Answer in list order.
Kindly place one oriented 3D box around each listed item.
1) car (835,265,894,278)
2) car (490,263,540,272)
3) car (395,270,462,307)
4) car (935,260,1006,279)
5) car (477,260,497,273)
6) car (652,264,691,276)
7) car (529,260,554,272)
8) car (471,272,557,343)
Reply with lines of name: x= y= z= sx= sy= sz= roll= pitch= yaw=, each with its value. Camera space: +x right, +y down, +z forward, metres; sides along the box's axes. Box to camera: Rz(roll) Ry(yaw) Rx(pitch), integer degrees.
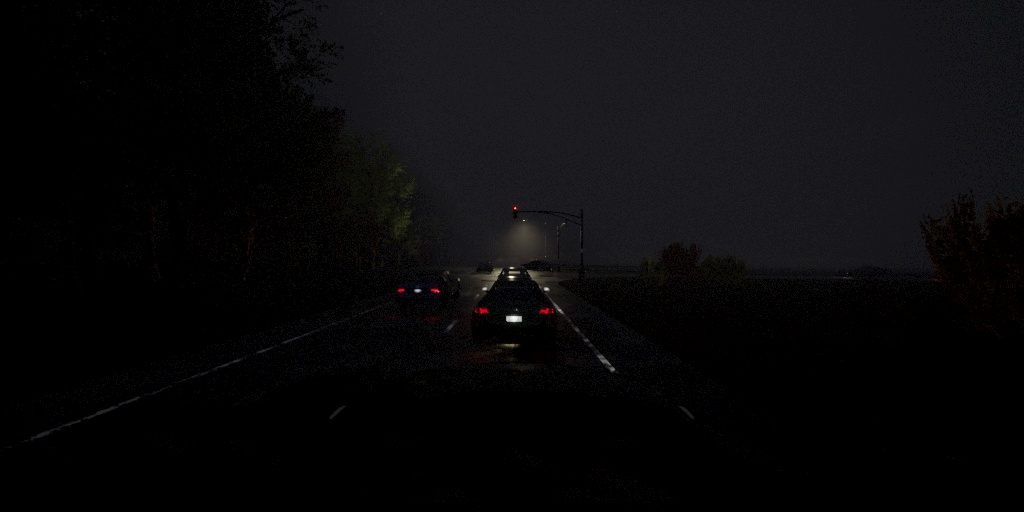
car: x=40.934 y=1.801 z=41.685 sx=5.357 sy=1.411 sz=2.033 roll=1 pitch=-1 yaw=0
car: x=0.121 y=1.301 z=18.879 sx=2.033 sy=1.411 sz=5.357 roll=0 pitch=0 yaw=0
car: x=-3.380 y=1.300 z=15.366 sx=2.033 sy=1.411 sz=5.357 roll=0 pitch=0 yaw=0
car: x=48.592 y=1.499 z=38.058 sx=5.566 sy=2.045 sz=2.150 roll=1 pitch=-1 yaw=0
car: x=-3.351 y=1.304 z=44.711 sx=2.033 sy=1.411 sz=5.357 roll=0 pitch=0 yaw=0
car: x=18.585 y=1.573 z=41.825 sx=4.181 sy=1.385 sz=1.994 roll=1 pitch=-1 yaw=0
car: x=3.229 y=1.316 z=46.598 sx=1.837 sy=1.490 sz=4.892 roll=-2 pitch=4 yaw=-45
car: x=0.093 y=1.316 z=9.674 sx=1.994 sy=1.385 sz=4.181 roll=0 pitch=0 yaw=1
